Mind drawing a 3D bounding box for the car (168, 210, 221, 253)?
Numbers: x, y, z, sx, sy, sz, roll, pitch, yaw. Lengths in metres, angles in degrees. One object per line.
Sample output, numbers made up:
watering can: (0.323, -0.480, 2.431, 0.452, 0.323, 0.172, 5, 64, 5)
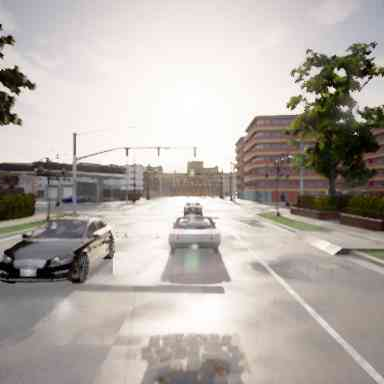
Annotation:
car: (0.094, 1.621, 13.792, 1.895, 1.301, 4.718, 0, 0, 0)

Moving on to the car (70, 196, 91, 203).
car: (-24.032, 1.556, 71.719, 3.806, 1.475, 1.970, 0, 0, 1)

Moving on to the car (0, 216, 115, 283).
car: (-3.588, 1.506, 9.752, 2.128, 1.511, 4.902, 0, 0, 0)

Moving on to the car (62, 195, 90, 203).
car: (-23.315, 1.387, 65.968, 4.611, 1.667, 2.242, 0, 0, 1)

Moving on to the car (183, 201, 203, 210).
car: (0.101, 1.592, 31.627, 2.033, 1.411, 5.357, 0, 0, 0)
